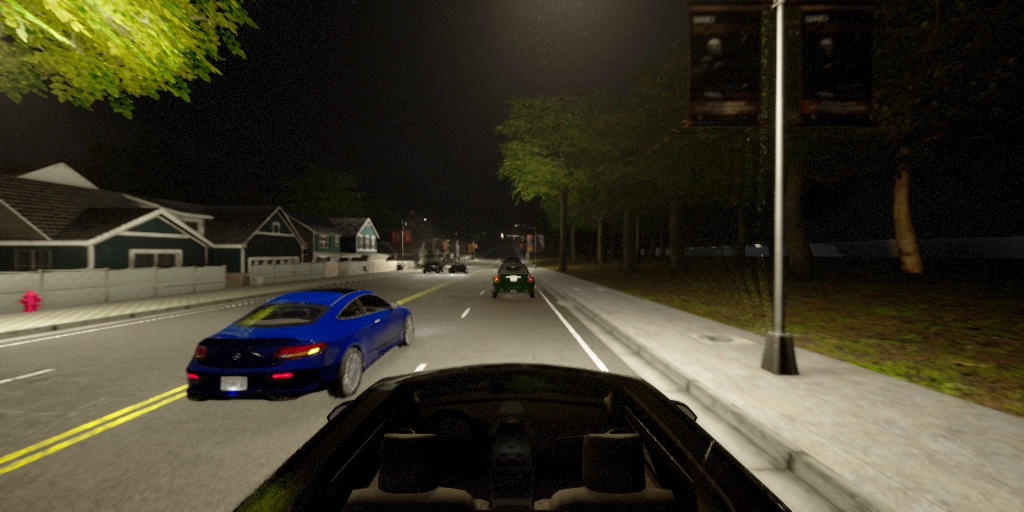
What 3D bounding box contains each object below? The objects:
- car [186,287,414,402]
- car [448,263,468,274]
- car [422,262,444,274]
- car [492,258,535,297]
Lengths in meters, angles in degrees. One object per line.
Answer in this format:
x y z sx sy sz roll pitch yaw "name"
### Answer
-3.154 1.282 6.365 1.812 1.442 4.674 0 0 0 "car"
-6.593 1.503 44.148 1.994 1.385 4.181 0 -1 0 "car"
-9.832 1.456 44.877 1.837 1.490 4.892 0 -1 0 "car"
0.074 1.140 19.105 2.097 1.767 4.553 0 0 0 "car"
